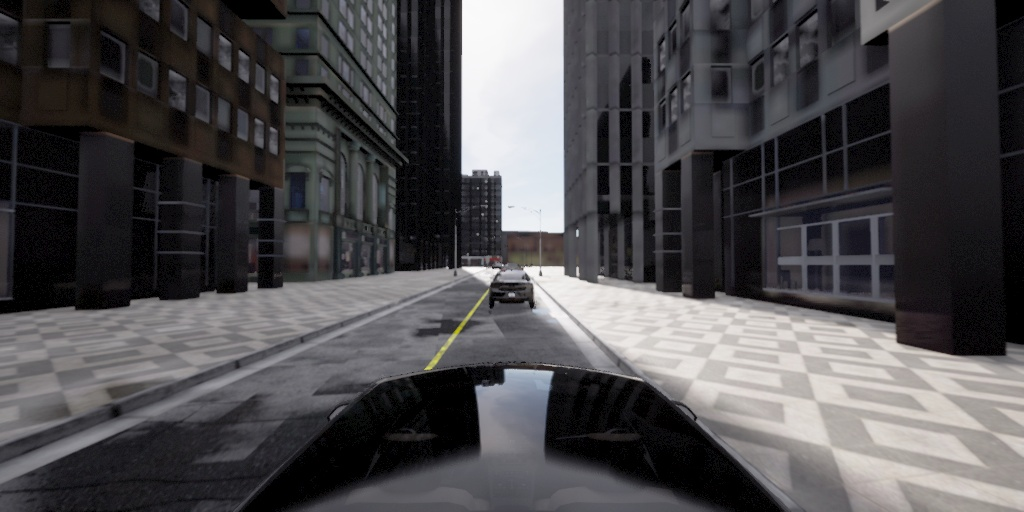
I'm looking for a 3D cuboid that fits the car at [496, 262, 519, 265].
[{"bbox_3d":[-0.018,1.396,30.947,2.097,1.767,4.553,0,-1,0],"label":"car"}]

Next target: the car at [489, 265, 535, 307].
[{"bbox_3d":[-0.005,1.371,16.324,1.882,1.535,5.008,0,0,0],"label":"car"}]
